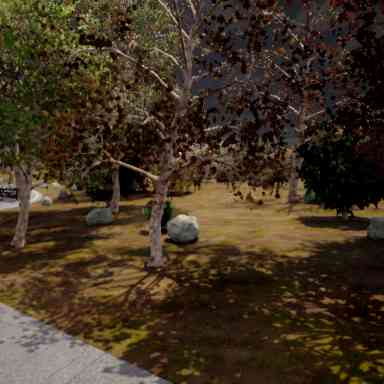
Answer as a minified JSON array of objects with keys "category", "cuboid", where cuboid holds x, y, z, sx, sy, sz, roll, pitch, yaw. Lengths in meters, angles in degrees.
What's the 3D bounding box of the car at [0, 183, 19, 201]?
[{"category":"car","cuboid":[-17.190,-0.096,32.296,2.128,1.511,4.902,4,4,-12]}]
